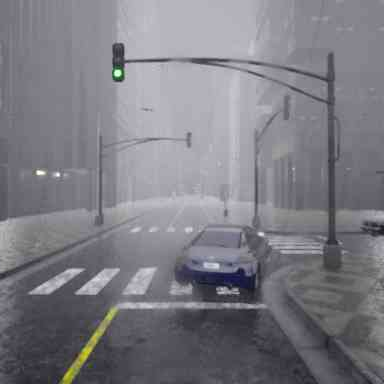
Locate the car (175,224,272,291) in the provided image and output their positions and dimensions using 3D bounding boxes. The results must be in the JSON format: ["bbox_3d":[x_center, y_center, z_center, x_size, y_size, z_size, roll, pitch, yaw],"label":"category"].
[{"bbox_3d":[1.021,1.584,9.293,1.994,1.385,4.181,0,1,17],"label":"car"}]

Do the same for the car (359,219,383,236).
[{"bbox_3d":[10.910,1.617,16.317,4.718,1.301,1.895,0,-1,0],"label":"car"}]
